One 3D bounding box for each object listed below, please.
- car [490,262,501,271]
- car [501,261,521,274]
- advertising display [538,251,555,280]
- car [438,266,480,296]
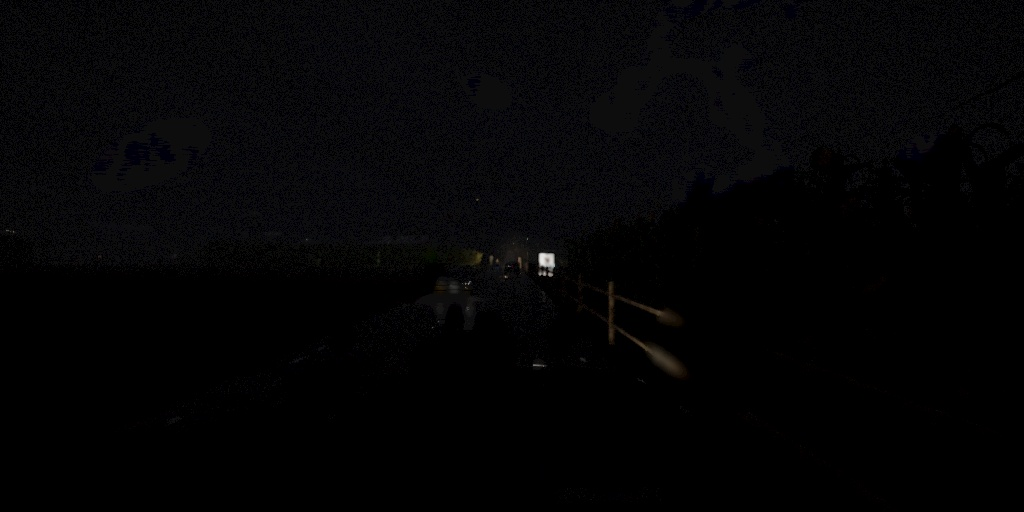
[{"bbox_3d":[-2.763,1.820,62.454,2.033,1.411,5.357,0,-1,1],"label":"car"},{"bbox_3d":[0.045,1.526,46.349,2.128,1.511,4.902,0,-1,1],"label":"car"},{"bbox_3d":[3.129,0.917,32.844,1.540,2.440,0.280,0,0,0],"label":"advertising display"},{"bbox_3d":[-2.847,1.317,20.047,1.837,1.490,4.892,0,0,0],"label":"car"}]
